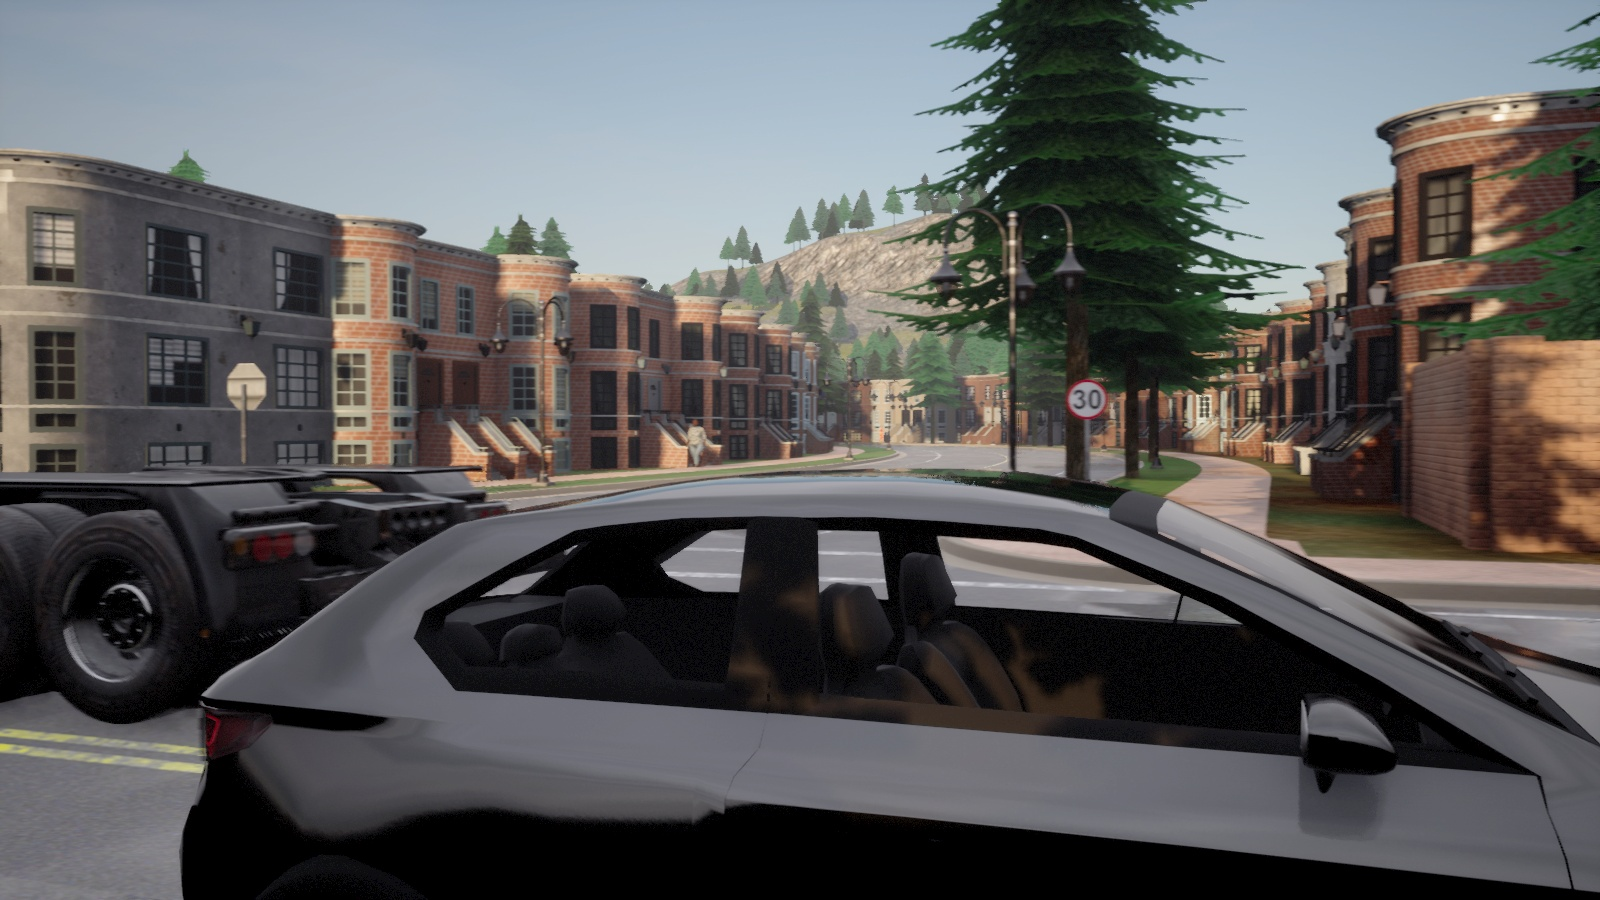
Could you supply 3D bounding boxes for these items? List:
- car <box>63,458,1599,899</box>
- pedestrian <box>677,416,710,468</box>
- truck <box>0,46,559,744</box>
[{"bbox_3d":[0.648,0.795,2.975,4.193,1.474,1.816,1,1,19],"label":"car"},{"bbox_3d":[-3.843,-0.289,45.451,0.874,1.855,0.900,1,1,20],"label":"pedestrian"},{"bbox_3d":[-5.943,-0.320,8.871,7.936,3.462,2.891,1,1,19],"label":"truck"}]
